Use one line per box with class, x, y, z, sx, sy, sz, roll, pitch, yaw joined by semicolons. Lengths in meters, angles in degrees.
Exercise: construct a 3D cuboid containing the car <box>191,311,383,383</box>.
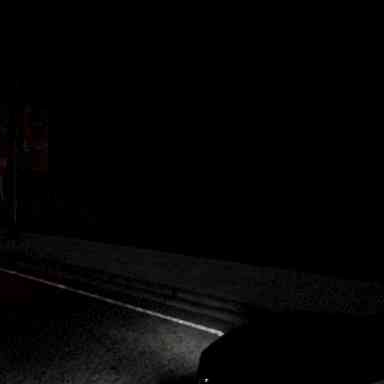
car;2.222;1.507;2.098;4.892;1.490;1.837;-1;0;36
